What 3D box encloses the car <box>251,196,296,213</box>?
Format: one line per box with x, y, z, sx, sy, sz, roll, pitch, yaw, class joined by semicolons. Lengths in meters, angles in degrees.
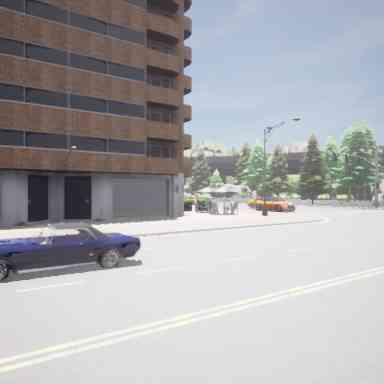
9.220;1.297;36.754;2.097;1.767;4.553;0;0;-33;car

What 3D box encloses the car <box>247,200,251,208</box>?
9.327;1.422;42.873;1.882;1.535;5.008;0;0;-34;car

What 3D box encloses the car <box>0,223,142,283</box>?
-3.992;1.601;9.696;4.718;1.301;1.895;0;0;-34;car

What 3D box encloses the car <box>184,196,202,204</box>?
0.469;1.422;54.530;5.008;1.535;1.882;0;0;42;car

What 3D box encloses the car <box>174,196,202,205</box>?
-0.713;1.422;60.151;5.008;1.535;1.882;0;0;36;car
